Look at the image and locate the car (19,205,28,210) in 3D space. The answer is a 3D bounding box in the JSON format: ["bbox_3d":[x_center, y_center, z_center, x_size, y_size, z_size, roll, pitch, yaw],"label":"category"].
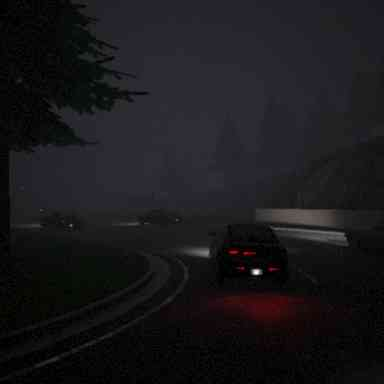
[{"bbox_3d":[-43.109,3.872,84.962,1.895,1.301,4.718,0,-1,-31],"label":"car"}]

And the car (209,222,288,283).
[{"bbox_3d":[1.608,1.706,10.350,1.837,1.490,4.892,2,-1,1],"label":"car"}]

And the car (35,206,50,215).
[{"bbox_3d":[-22.859,2.864,51.229,1.812,1.442,4.674,0,-2,-31],"label":"car"}]

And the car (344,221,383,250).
[{"bbox_3d":[8.246,1.781,13.269,1.895,1.301,4.718,0,-1,-10],"label":"car"}]

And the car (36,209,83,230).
[{"bbox_3d":[-10.668,2.292,26.955,1.895,1.301,4.718,0,-2,-42],"label":"car"}]

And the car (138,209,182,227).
[{"bbox_3d":[-2.799,2.158,28.733,1.812,1.442,4.674,0,-2,-43],"label":"car"}]
